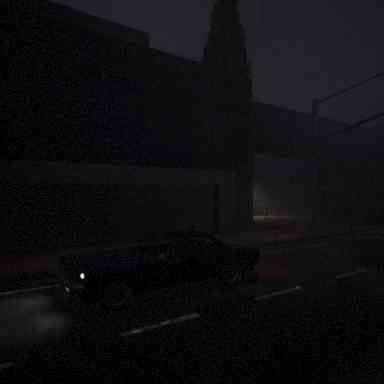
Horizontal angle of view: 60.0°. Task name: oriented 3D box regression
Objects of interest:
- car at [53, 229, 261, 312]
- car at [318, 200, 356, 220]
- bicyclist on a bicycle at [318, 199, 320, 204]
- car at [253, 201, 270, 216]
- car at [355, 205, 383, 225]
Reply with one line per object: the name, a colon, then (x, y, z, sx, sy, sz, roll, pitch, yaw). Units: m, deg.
car: (-0.657, 1.601, 7.849, 4.718, 1.301, 1.895, 0, 0, -36)
car: (12.922, 1.492, 28.537, 2.128, 1.511, 4.902, 0, 0, -38)
bicyclist on a bicycle: (16.214, 1.303, 43.252, 1.656, 1.620, 0.582, 0, 0, -37)
car: (5.543, 1.564, 32.506, 1.994, 1.385, 4.181, 0, 0, -37)
car: (13.675, 1.601, 21.746, 1.895, 1.301, 4.718, 0, 0, -38)
